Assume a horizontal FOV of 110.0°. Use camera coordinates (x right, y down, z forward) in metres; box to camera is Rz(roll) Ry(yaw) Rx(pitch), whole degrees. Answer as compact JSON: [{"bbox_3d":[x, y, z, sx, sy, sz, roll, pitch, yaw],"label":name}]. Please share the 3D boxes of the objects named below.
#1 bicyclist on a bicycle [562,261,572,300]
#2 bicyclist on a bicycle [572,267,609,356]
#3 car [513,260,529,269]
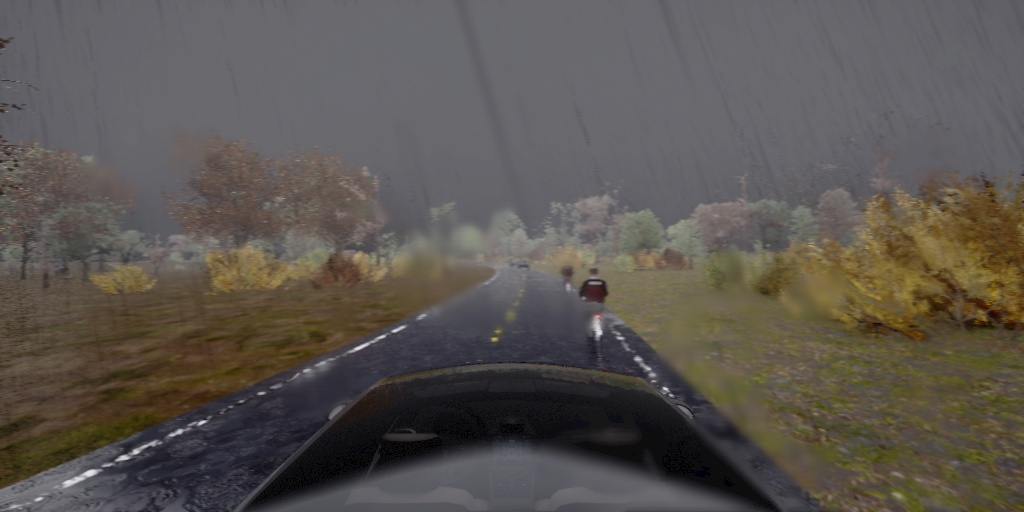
[{"bbox_3d":[2.626,1.123,16.751,0.659,1.776,1.843,-1,0,5],"label":"bicyclist on a bicycle"},{"bbox_3d":[1.760,1.105,7.719,0.659,1.776,1.843,-2,0,6],"label":"bicyclist on a bicycle"},{"bbox_3d":[1.851,1.438,63.149,1.837,1.490,4.892,-1,-1,-5],"label":"car"}]
